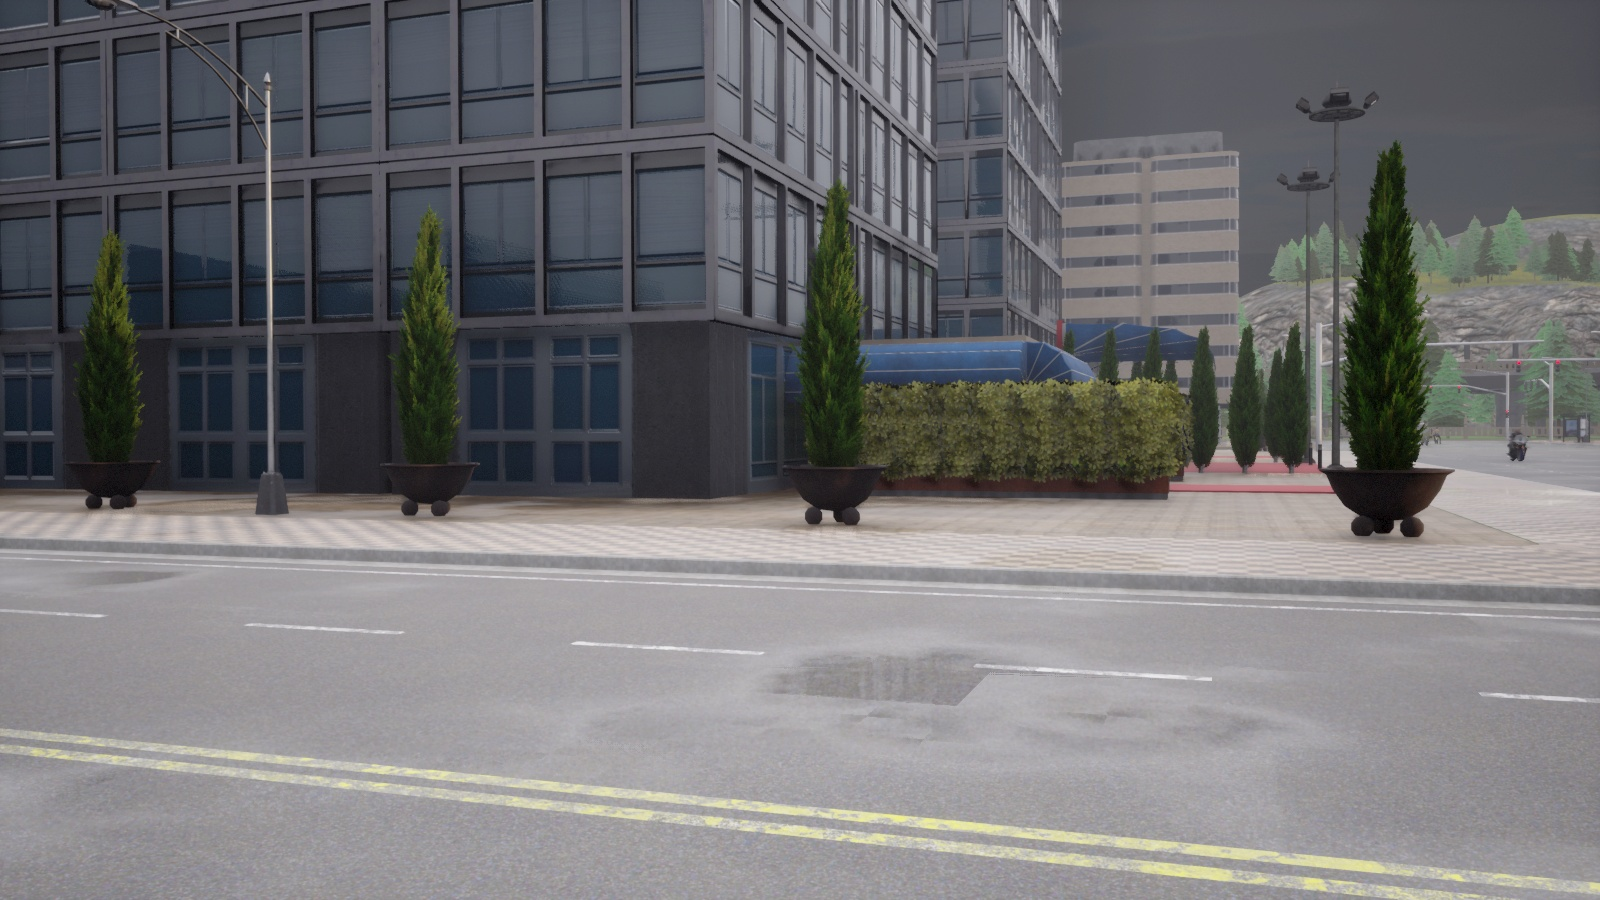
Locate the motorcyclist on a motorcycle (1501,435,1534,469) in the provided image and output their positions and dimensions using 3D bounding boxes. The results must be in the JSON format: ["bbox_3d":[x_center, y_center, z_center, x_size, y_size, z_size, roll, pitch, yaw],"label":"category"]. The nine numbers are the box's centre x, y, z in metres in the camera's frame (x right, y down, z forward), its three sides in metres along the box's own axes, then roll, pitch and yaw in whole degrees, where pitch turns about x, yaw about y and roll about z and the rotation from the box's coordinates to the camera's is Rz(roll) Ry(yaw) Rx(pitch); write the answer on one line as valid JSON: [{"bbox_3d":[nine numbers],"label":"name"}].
[{"bbox_3d":[32.668,0.068,57.184,0.866,1.530,2.191,1,1,18],"label":"motorcyclist on a motorcycle"}]
